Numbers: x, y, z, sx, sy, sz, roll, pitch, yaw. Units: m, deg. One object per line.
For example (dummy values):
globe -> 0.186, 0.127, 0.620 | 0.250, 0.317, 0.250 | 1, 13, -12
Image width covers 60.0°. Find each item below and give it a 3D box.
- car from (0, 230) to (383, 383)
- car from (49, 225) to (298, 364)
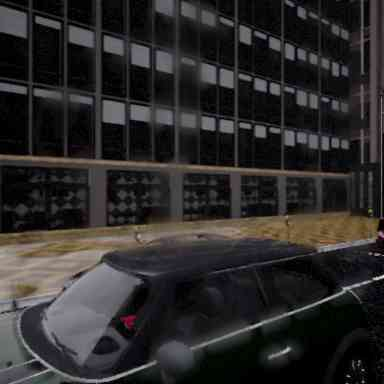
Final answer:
car -> -0.316, 1.345, 3.138 | 4.553, 1.767, 2.097 | 0, 0, -35
car -> -0.187, 1.535, 6.423 | 4.403, 1.369, 2.008 | 0, 0, -36
